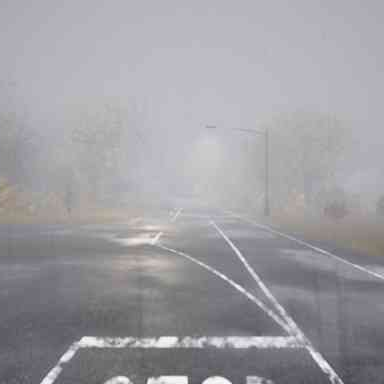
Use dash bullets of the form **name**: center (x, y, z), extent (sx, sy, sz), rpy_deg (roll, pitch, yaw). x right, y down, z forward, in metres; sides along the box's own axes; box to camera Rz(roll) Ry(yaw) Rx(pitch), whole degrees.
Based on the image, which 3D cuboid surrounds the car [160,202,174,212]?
- **car**: center (-3.617, 2.170, 49.554), extent (2.033, 1.411, 5.357), rpy_deg (0, -1, -1)
